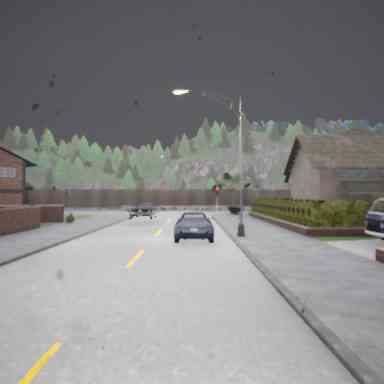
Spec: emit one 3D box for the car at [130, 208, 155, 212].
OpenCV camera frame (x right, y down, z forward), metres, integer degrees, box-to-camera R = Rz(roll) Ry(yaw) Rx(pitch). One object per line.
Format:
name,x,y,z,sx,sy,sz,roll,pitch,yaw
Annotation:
car,-4.004,1.547,27.800,1.895,1.301,4.718,0,-1,0

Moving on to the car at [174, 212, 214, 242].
car,0.097,1.752,17.468,1.994,1.385,4.181,0,-1,0
